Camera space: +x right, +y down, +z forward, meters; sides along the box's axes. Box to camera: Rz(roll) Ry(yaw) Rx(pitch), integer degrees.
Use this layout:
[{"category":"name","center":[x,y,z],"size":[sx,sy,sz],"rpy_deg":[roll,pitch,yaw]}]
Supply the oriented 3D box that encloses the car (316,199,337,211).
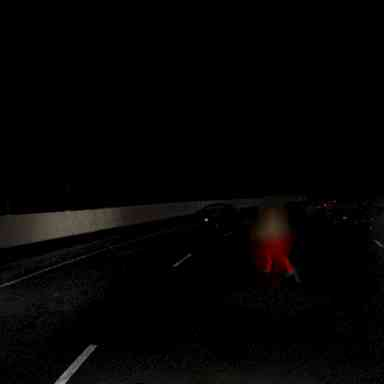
[{"category":"car","center":[16.874,1.564,41.620],"size":[1.994,1.385,4.181],"rpy_deg":[0,0,29]}]

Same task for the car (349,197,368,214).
[{"category":"car","center":[18.004,1.352,36.441],"size":[2.097,1.767,4.553],"rpy_deg":[0,0,29]}]

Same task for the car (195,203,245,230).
[{"category":"car","center":[1.942,1.477,21.567],"size":[1.882,1.535,5.008],"rpy_deg":[0,0,26]}]

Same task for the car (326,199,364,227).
[{"category":"car","center":[10.801,1.478,23.235],"size":[1.882,1.535,5.008],"rpy_deg":[0,0,27]}]

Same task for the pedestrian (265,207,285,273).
[{"category":"pedestrian","center":[2.236,1.294,8.963],"size":[0.375,1.860,0.375],"rpy_deg":[0,0,12]}]

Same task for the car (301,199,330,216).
[{"category":"car","center":[12.066,1.564,32.902],"size":[1.994,1.385,4.181],"rpy_deg":[0,0,29]}]
